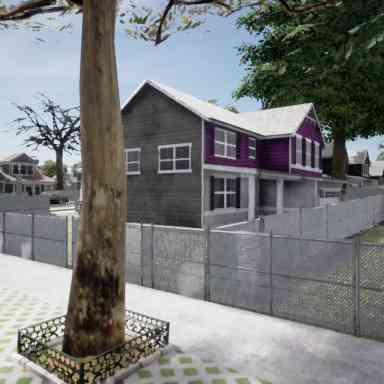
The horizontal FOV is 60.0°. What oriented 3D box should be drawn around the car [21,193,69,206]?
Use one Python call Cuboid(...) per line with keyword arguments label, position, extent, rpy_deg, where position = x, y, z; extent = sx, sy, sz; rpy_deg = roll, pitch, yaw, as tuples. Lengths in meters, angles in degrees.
Cuboid(label="car", position=(-15.548, 0.828, 35.270), extent=(2.128, 1.511, 4.902), rpy_deg=(0, 2, 36))
